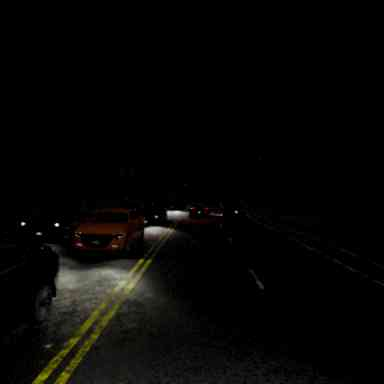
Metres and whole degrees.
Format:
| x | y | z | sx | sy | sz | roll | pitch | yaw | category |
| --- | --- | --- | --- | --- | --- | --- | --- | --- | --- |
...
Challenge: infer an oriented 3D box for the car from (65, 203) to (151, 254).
| x | y | z | sx | sy | sz | roll | pitch | yaw | category |
| --- | --- | --- | --- | --- | --- | --- | --- | --- | --- |
| -3.134 | 1.407 | 13.520 | 1.882 | 1.535 | 5.008 | 2 | 0 | 1 | car |

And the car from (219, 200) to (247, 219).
| x | y | z | sx | sy | sz | roll | pitch | yaw | category |
| --- | --- | --- | --- | --- | --- | --- | --- | --- | --- |
| 3.946 | 1.729 | 31.195 | 1.994 | 1.385 | 4.181 | 2 | 0 | 2 | car |

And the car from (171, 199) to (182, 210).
| x | y | z | sx | sy | sz | roll | pitch | yaw | category |
| --- | --- | --- | --- | --- | --- | --- | --- | --- | --- |
| -2.367 | 1.653 | 44.037 | 1.895 | 1.301 | 4.718 | 2 | 0 | 1 | car |

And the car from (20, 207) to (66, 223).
| x | y | z | sx | sy | sz | roll | pitch | yaw | category |
| --- | --- | --- | --- | --- | --- | --- | --- | --- | --- |
| -6.327 | 1.441 | 16.091 | 1.895 | 1.301 | 4.718 | 2 | 0 | 1 | car |

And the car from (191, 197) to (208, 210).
| x | y | z | sx | sy | sz | roll | pitch | yaw | category |
| --- | --- | --- | --- | --- | --- | --- | --- | --- | --- |
| 1.045 | 1.596 | 46.686 | 2.128 | 1.511 | 4.902 | 2 | 0 | 1 | car |

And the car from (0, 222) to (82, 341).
| x | y | z | sx | sy | sz | roll | pitch | yaw | category |
| --- | --- | --- | --- | --- | --- | --- | --- | --- | --- |
| -3.350 | 1.400 | 4.120 | 2.128 | 1.511 | 4.902 | 2 | 0 | 1 | car |

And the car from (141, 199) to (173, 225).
| x | y | z | sx | sy | sz | roll | pitch | yaw | category |
| --- | --- | --- | --- | --- | --- | --- | --- | --- | --- |
| -2.862 | 1.502 | 24.089 | 2.033 | 1.411 | 5.357 | 2 | 0 | 2 | car |

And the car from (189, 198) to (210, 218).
| x | y | z | sx | sy | sz | roll | pitch | yaw | category |
| --- | --- | --- | --- | --- | --- | --- | --- | --- | --- |
| 0.710 | 1.597 | 31.713 | 1.812 | 1.442 | 4.674 | 2 | 0 | 2 | car |

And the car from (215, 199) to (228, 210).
| x | y | z | sx | sy | sz | roll | pitch | yaw | category |
| --- | --- | --- | --- | --- | --- | --- | --- | --- | --- |
| 4.289 | 1.704 | 46.573 | 1.837 | 1.490 | 4.892 | 2 | 0 | 1 | car |

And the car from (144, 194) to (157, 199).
| x | y | z | sx | sy | sz | roll | pitch | yaw | category |
| --- | --- | --- | --- | --- | --- | --- | --- | --- | --- |
| -5.610 | 1.421 | 44.140 | 1.882 | 1.535 | 5.008 | 2 | 0 | 1 | car |
